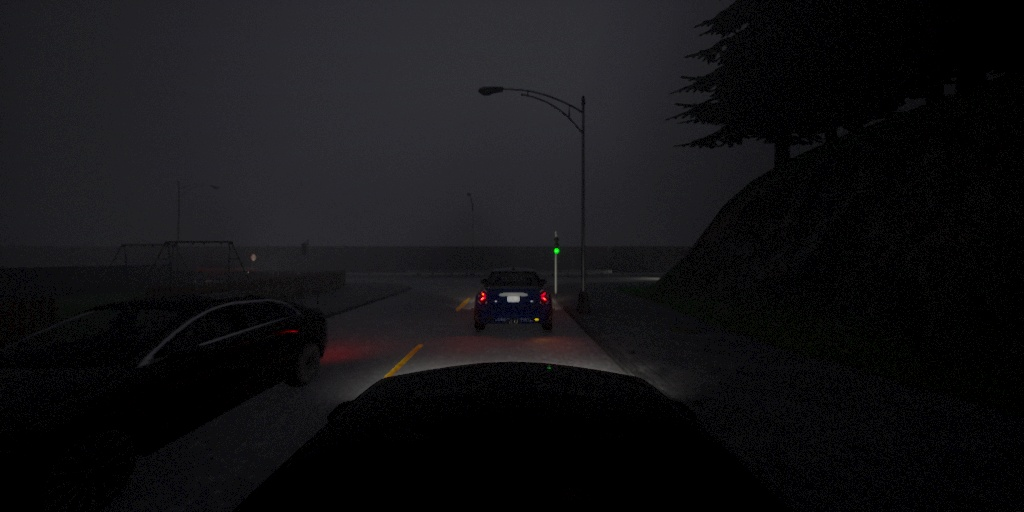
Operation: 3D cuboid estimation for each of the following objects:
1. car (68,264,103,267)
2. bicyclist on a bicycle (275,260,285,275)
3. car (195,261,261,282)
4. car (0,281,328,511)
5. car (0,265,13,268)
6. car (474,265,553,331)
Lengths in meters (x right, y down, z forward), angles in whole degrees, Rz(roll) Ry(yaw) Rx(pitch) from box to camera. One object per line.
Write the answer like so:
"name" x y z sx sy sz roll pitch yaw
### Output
"car" -34.292 1.390 29.162 4.674 1.442 1.812 0 0 0
"bicyclist on a bicycle" -24.271 1.248 37.554 0.582 1.620 1.656 0 0 0
"car" -22.907 1.216 29.156 4.553 1.767 2.097 0 0 0
"car" -4.085 1.251 4.209 2.128 1.511 4.902 0 0 0
"car" -48.584 1.482 33.299 4.718 1.301 1.895 0 0 1
"car" 0.051 1.141 11.320 2.097 1.767 4.553 0 0 0
